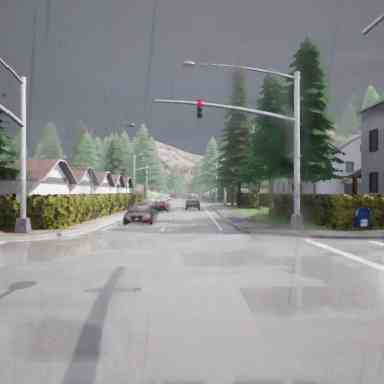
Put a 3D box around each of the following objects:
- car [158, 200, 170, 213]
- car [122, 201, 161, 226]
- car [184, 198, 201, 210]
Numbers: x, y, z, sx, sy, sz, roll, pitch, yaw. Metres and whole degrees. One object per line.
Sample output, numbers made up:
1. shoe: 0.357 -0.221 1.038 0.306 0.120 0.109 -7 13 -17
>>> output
1. car: -3.515 1.612 37.542 1.895 1.301 4.718 0 0 0
2. car: -3.556 1.571 23.411 1.994 1.385 4.181 0 0 0
3. car: 0.100 1.518 43.303 1.837 1.490 4.892 0 0 0
